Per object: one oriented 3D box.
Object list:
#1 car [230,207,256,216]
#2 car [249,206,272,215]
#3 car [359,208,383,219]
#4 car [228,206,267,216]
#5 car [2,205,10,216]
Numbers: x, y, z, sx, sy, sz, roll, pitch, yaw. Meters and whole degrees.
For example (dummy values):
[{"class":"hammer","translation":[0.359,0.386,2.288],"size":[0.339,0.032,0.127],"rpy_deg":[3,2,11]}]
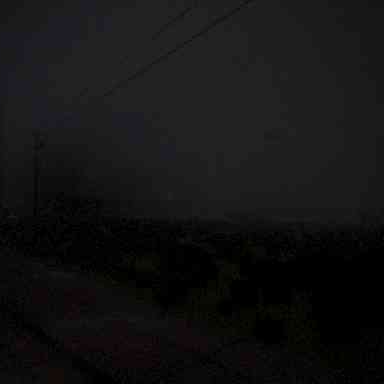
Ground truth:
[{"class":"car","translation":[8.716,3.290,56.812],"size":[1.895,1.301,4.718],"rpy_deg":[0,-2,44]},{"class":"car","translation":[12.659,3.377,60.970],"size":[1.837,1.490,4.892],"rpy_deg":[0,-2,44]},{"class":"car","translation":[21.579,2.731,37.803],"size":[4.605,1.855,1.932],"rpy_deg":[0,-2,44]},{"class":"car","translation":[6.424,2.665,37.815],"size":[4.674,1.442,1.812],"rpy_deg":[0,-1,29]},{"class":"car","translation":[-19.881,1.943,33.463],"size":[2.128,1.511,4.902],"rpy_deg":[1,-1,-15]}]
